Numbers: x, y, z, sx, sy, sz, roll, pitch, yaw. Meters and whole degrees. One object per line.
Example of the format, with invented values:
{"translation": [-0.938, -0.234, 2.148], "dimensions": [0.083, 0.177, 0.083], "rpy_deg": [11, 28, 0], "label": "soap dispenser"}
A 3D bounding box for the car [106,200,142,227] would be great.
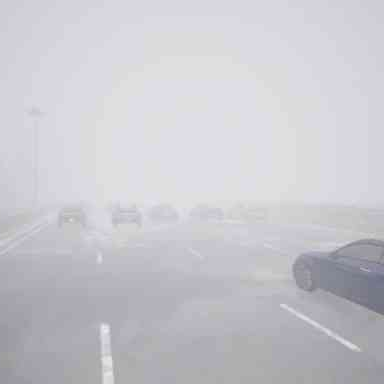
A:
{"translation": [-4.714, 1.595, 23.414], "dimensions": [2.128, 1.511, 4.902], "rpy_deg": [0, 0, -16], "label": "car"}

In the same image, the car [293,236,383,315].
{"translation": [3.862, 1.578, 6.439], "dimensions": [1.812, 1.442, 4.674], "rpy_deg": [0, 0, -16], "label": "car"}

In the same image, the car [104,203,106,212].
{"translation": [-9.195, 1.657, 38.836], "dimensions": [2.128, 1.511, 4.902], "rpy_deg": [0, 0, -16], "label": "car"}

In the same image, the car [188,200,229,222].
{"translation": [1.191, 1.682, 28.174], "dimensions": [1.812, 1.442, 4.674], "rpy_deg": [0, 0, -16], "label": "car"}

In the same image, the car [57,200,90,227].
{"translation": [-8.487, 1.593, 23.860], "dimensions": [1.837, 1.490, 4.892], "rpy_deg": [0, 0, -16], "label": "car"}

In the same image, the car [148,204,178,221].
{"translation": [-2.580, 1.705, 28.607], "dimensions": [1.994, 1.385, 4.181], "rpy_deg": [0, 0, -16], "label": "car"}

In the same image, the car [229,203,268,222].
{"translation": [4.702, 1.653, 28.639], "dimensions": [1.882, 1.535, 5.008], "rpy_deg": [0, 0, -16], "label": "car"}

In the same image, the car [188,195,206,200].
{"translation": [1.127, 1.606, 72.563], "dimensions": [3.866, 1.878, 1.905], "rpy_deg": [0, 0, -16], "label": "car"}
